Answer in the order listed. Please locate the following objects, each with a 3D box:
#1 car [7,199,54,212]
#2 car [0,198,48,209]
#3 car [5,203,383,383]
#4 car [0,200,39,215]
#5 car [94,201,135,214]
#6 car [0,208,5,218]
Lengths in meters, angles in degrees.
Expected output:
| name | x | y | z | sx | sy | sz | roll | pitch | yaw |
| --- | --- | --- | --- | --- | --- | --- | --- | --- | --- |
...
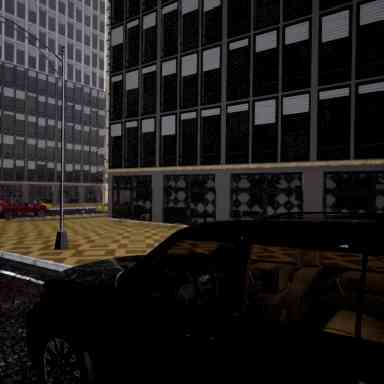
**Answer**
| name | x | y | z | sx | sy | sz | roll | pitch | yaw |
| --- | --- | --- | --- | --- | --- | --- | --- | --- | --- |
| car | -19.564 | 1.641 | 40.427 | 1.752 | 1.417 | 4.829 | 1 | 0 | 37 |
| car | -16.097 | 1.517 | 31.041 | 2.192 | 1.841 | 5.009 | 1 | 0 | 37 |
| car | 0.717 | 1.221 | 3.172 | 5.566 | 2.045 | 2.150 | 0 | 0 | 36 |
| car | -19.676 | 1.672 | 35.918 | 2.033 | 1.411 | 5.357 | 1 | 0 | 37 |
| car | -9.269 | 1.828 | 40.230 | 1.752 | 1.417 | 4.829 | 1 | 0 | 37 |
| car | -7.263 | 1.347 | 8.895 | 4.553 | 1.767 | 2.097 | 0 | 0 | 36 |
